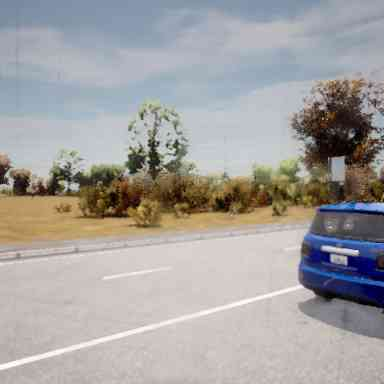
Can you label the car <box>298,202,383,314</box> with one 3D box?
[{"bbox_3d":[4.672,1.230,7.202,5.566,2.045,2.150,0,0,-36],"label":"car"}]
